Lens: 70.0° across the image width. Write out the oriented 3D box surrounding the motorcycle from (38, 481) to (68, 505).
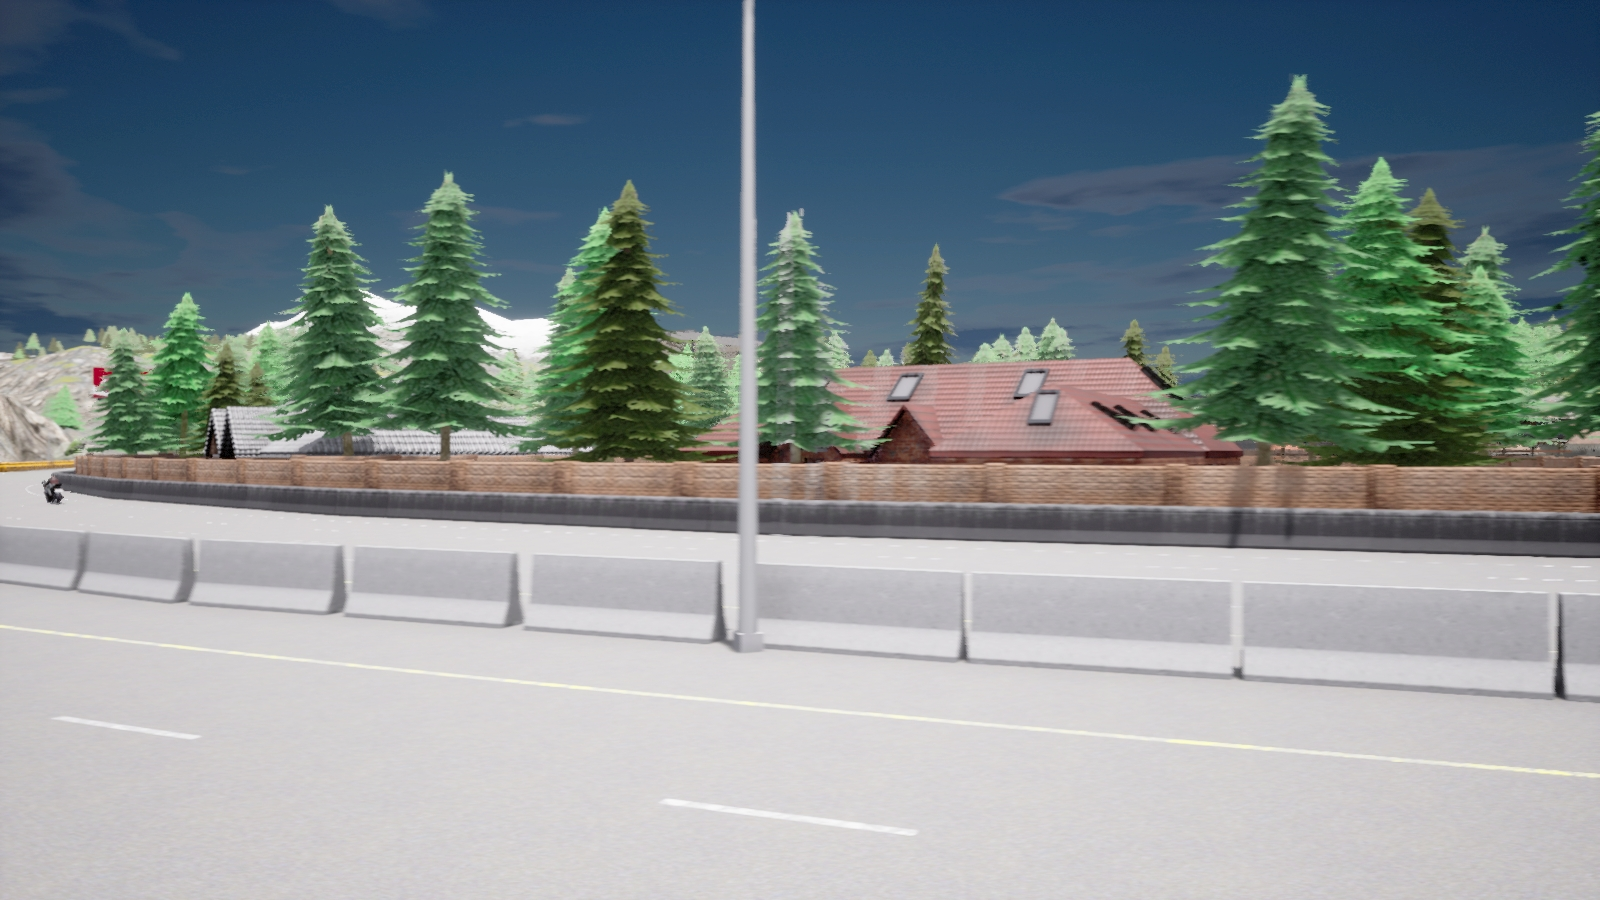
[{"bbox_3d":[-39.712,2.283,60.758,2.209,1.251,0.867,0,-2,45],"label":"motorcycle"}]
